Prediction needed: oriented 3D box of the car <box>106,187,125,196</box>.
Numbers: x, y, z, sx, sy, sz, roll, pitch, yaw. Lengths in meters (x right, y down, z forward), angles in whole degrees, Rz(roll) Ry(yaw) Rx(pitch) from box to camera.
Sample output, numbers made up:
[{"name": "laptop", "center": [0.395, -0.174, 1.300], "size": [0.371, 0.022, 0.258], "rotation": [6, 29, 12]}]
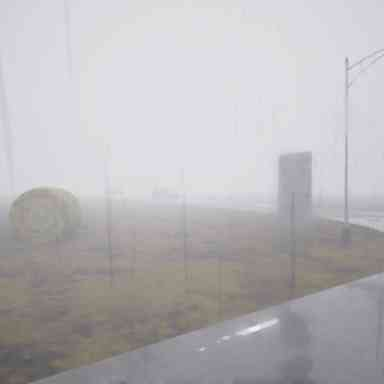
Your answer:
[{"name": "car", "center": [-13.259, -0.123, 57.360], "size": [1.837, 1.490, 4.892], "rotation": [1, 1, -35]}]

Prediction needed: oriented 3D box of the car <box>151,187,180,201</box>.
[{"name": "car", "center": [-3.496, 0.182, 43.243], "size": [2.097, 1.767, 4.553], "rotation": [1, 1, -35]}]
